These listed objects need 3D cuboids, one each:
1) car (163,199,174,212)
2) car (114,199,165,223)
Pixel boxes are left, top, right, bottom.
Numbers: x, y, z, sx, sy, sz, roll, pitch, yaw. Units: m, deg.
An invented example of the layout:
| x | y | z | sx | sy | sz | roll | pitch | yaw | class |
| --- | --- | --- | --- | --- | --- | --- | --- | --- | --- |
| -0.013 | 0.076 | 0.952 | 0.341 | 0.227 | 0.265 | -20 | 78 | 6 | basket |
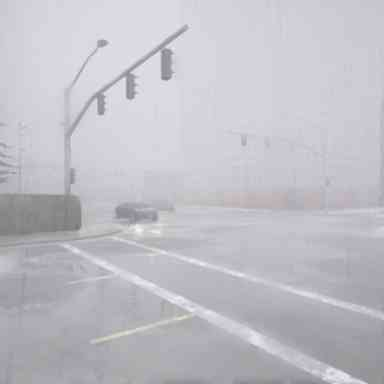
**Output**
| x | y | z | sx | sy | sz | roll | pitch | yaw | class |
| --- | --- | --- | --- | --- | --- | --- | --- | --- | --- |
| -3.682 | 1.475 | 36.646 | 1.994 | 1.385 | 4.181 | 0 | 0 | -35 | car |
| -4.271 | 1.452 | 25.033 | 1.837 | 1.490 | 4.892 | 0 | 0 | -35 | car |
